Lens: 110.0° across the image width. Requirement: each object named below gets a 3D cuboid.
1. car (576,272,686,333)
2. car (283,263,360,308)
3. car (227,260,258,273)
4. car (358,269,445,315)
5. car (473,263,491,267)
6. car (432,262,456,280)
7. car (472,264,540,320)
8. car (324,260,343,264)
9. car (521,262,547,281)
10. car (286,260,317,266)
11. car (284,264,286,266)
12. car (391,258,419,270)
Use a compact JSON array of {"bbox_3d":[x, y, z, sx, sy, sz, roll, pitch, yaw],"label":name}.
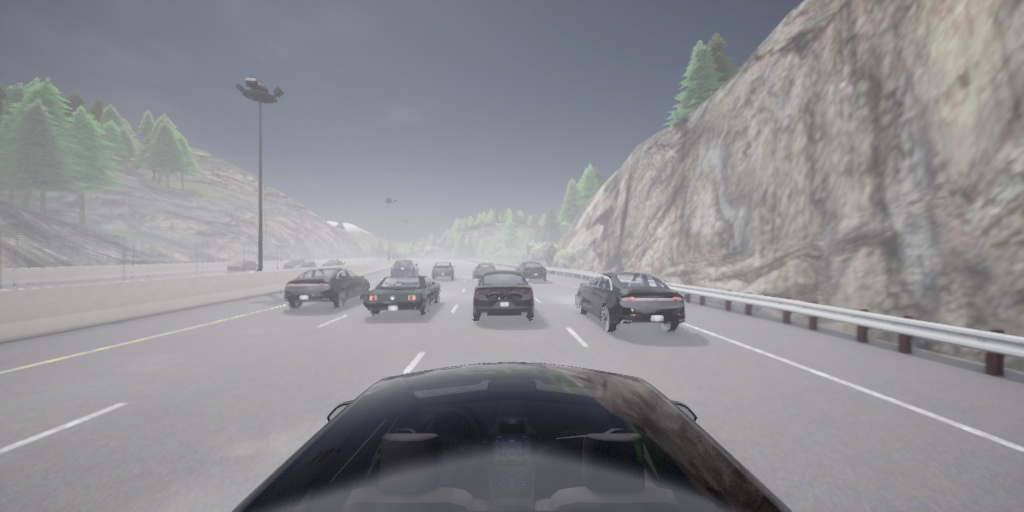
[{"bbox_3d":[3.251,1.229,10.741,2.128,1.511,4.902,0,0,-3],"label":"car"},{"bbox_3d":[-7.542,1.248,15.109,2.128,1.511,4.902,0,0,-4],"label":"car"},{"bbox_3d":[-33.936,1.269,45.422,1.882,1.535,5.008,0,0,-12],"label":"car"},{"bbox_3d":[-3.887,1.351,13.533,1.895,1.301,4.718,0,0,-4],"label":"car"},{"bbox_3d":[-2.310,1.299,30.473,1.994,1.385,4.181,0,0,-9],"label":"car"},{"bbox_3d":[-5.991,1.234,31.401,2.128,1.511,4.902,0,0,-9],"label":"car"},{"bbox_3d":[-0.350,1.221,12.694,1.882,1.535,5.008,0,0,-3],"label":"car"},{"bbox_3d":[-23.694,1.246,47.697,1.882,1.535,5.008,0,0,-12],"label":"car"},{"bbox_3d":[1.453,1.206,29.101,1.882,1.535,5.008,0,0,-8],"label":"car"},{"bbox_3d":[-27.115,1.267,46.964,2.128,1.511,4.902,0,0,-12],"label":"car"},{"bbox_3d":[-31.987,1.286,53.018,1.837,1.490,4.892,0,0,-12],"label":"car"},{"bbox_3d":[-9.848,1.101,33.183,2.097,1.767,4.553,0,0,-10],"label":"car"}]
